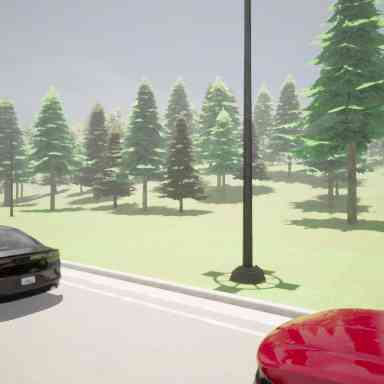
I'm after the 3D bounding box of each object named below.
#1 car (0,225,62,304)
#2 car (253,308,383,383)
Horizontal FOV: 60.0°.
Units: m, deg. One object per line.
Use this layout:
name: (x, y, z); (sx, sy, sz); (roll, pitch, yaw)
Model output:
car: (-5.040, 1.481, 7.585); (5.008, 1.535, 1.882); (0, 0, 35)
car: (2.802, 1.477, 1.975); (5.008, 1.535, 1.882); (0, 0, 36)
